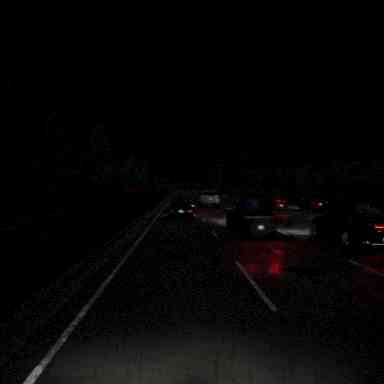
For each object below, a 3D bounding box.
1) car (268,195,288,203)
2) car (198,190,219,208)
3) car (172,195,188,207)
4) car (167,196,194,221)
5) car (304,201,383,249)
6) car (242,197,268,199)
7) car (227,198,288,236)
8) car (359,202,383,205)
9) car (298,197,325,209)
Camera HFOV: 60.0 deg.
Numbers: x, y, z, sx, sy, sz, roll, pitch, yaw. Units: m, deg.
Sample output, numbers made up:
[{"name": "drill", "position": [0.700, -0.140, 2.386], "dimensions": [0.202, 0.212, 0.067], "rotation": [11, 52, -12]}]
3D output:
[{"name": "car", "position": [9.174, 1.105, 36.893], "dimensions": [1.837, 1.490, 4.892], "rotation": [0, 1, -2]}, {"name": "car", "position": [2.025, 0.797, 40.566], "dimensions": [2.150, 2.045, 5.566], "rotation": [0, 0, -2]}, {"name": "car", "position": [-1.556, 1.130, 42.602], "dimensions": [1.994, 1.385, 4.181], "rotation": [0, 1, -2]}, {"name": "car", "position": [-0.840, 1.300, 24.263], "dimensions": [2.033, 1.411, 5.357], "rotation": [0, 1, -2]}, {"name": "car", "position": [6.566, 1.347, 13.749], "dimensions": [1.837, 1.490, 4.892], "rotation": [0, 1, -2]}, {"name": "car", "position": [5.787, 1.186, 33.933], "dimensions": [2.033, 1.411, 5.357], "rotation": [0, 1, -2]}, {"name": "car", "position": [2.940, 1.309, 17.047], "dimensions": [2.128, 1.511, 4.902], "rotation": [0, 1, -2]}, {"name": "car", "position": [9.887, 1.276, 18.613], "dimensions": [2.128, 1.511, 4.902], "rotation": [0, 1, -2]}, {"name": "car", "position": [12.743, 1.173, 35.204], "dimensions": [1.994, 1.385, 4.181], "rotation": [0, 1, -2]}]
